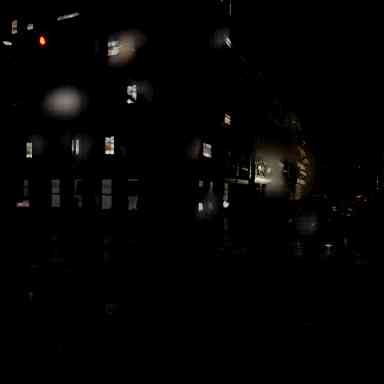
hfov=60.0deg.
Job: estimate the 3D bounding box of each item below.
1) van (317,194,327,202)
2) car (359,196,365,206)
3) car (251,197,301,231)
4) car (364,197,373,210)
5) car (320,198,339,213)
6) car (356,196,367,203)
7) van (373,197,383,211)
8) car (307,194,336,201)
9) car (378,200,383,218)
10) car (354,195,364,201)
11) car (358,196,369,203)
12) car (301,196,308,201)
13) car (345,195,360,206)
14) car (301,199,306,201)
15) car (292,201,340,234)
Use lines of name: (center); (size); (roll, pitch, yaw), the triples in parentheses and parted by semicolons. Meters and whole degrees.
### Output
van: (27.818, 1.261, 71.218); (1.690, 1.788, 3.998); (1, 0, 24)
car: (28.195, 1.569, 52.798); (2.008, 1.369, 4.403); (1, 0, 24)
car: (5.112, 1.274, 20.553); (2.192, 1.841, 5.009); (1, 0, 24)
car: (23.655, 1.467, 42.664); (1.967, 1.590, 4.097); (1, 0, 24)
car: (15.768, 1.501, 38.068); (1.812, 1.442, 4.674); (1, 0, 24)
car: (37.277, 1.542, 73.064); (1.887, 1.381, 4.507); (1, 0, 24)
van: (19.115, 1.374, 32.530); (1.690, 1.788, 3.998); (1, 0, 24)
car: (11.505, 1.332, 28.737); (2.097, 1.767, 4.553); (1, 0, 24)
car: (16.841, 1.619, 27.465); (1.802, 1.307, 4.206); (1, 0, 24)
car: (41.818, 1.536, 83.196); (2.008, 1.369, 4.403); (1, 0, 24)
car: (35.006, 1.548, 67.997); (1.887, 1.381, 4.507); (1, 0, 24)
car: (11.922, 1.495, 35.754); (1.887, 1.381, 4.507); (1, 0, 24)
car: (26.237, 1.468, 54.705); (1.882, 1.535, 5.008); (1, 0, 24)
car: (7.380, 1.501, 25.621); (1.887, 1.381, 4.507); (1, 0, 24)
car: (7.342, 1.490, 19.400); (1.837, 1.490, 4.892); (1, 0, 26)
